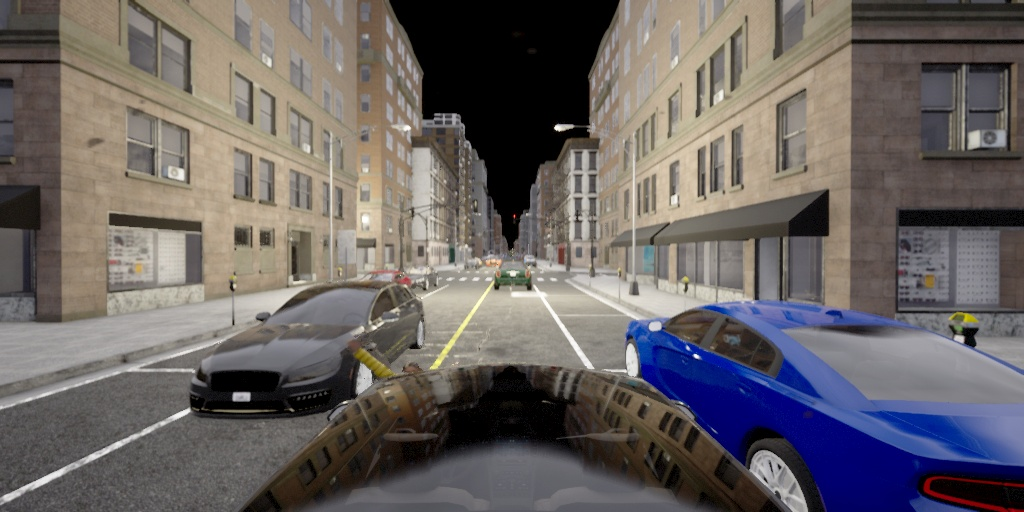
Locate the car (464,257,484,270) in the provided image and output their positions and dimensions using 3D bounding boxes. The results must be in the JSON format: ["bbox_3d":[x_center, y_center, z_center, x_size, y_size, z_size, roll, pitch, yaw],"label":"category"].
[{"bbox_3d":[-5.297,1.056,47.473,2.007,1.370,4.403,0,0,0],"label":"car"}]

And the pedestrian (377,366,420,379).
[{"bbox_3d":[-1.265,1.572,4.277,0.375,0.375,1.860,-1,-16,-27],"label":"pedestrian"}]

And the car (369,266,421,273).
[{"bbox_3d":[-5.363,1.255,14.916,1.802,1.307,4.207,0,0,0],"label":"car"}]

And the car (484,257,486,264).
[{"bbox_3d":[-5.291,1.003,52.710,1.751,1.417,4.829,0,0,0],"label":"car"}]

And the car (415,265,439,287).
[{"bbox_3d":[-5.352,1.195,20.598,2.007,1.370,4.403,0,0,0],"label":"car"}]

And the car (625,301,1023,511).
[{"bbox_3d":[2.752,1.220,3.888,1.882,1.535,5.008,0,0,0],"label":"car"}]

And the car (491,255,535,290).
[{"bbox_3d":[0.081,1.001,21.424,2.097,1.767,4.553,0,0,1],"label":"car"}]

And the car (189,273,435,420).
[{"bbox_3d":[-2.846,1.226,6.216,1.837,1.490,4.892,0,0,0],"label":"car"}]

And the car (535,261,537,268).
[{"bbox_3d":[2.743,1.041,52.864,2.007,1.370,4.403,0,0,0],"label":"car"}]

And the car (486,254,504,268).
[{"bbox_3d":[-2.727,0.826,54.312,2.097,1.767,4.553,0,0,0],"label":"car"}]
